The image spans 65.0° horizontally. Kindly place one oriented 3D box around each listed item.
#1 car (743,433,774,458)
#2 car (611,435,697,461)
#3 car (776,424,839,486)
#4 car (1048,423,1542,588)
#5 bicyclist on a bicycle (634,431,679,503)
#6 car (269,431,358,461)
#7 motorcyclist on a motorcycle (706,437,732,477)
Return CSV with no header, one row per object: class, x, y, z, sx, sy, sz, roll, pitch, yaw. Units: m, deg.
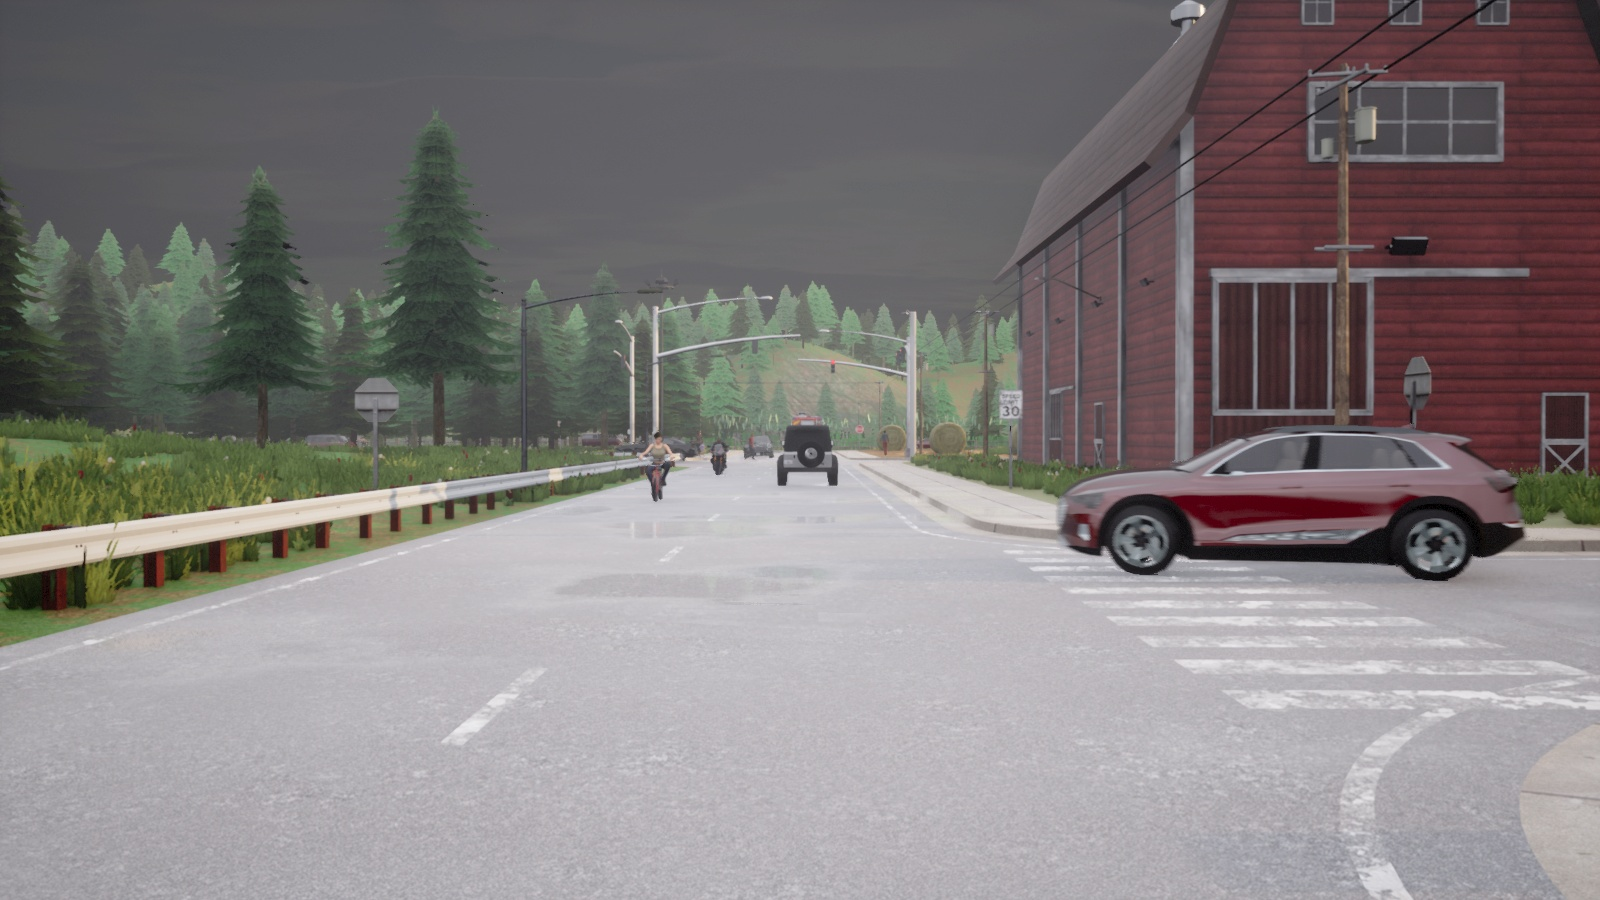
car,-2.960,-0.352,90.767,2.097,1.767,4.553,0,1,0
car,-8.806,-0.106,76.156,5.008,1.535,1.882,0,1,-1
car,0.247,0.121,40.048,1.905,1.878,3.866,0,1,0
car,5.282,0.532,14.119,4.856,1.649,2.033,0,1,12
bicyclist on a bicycle,-3.309,0.374,29.093,0.866,1.612,1.509,0,1,0
car,-29.361,-0.244,75.903,4.553,1.767,2.097,0,1,-1
motorcyclist on a motorcycle,-3.198,0.256,49.613,0.866,1.530,2.191,0,1,0
